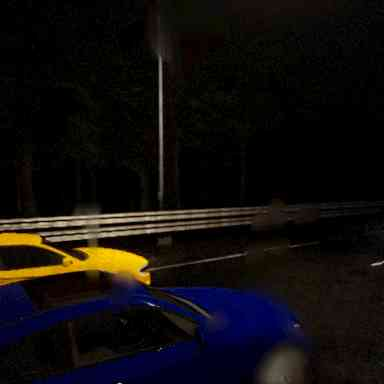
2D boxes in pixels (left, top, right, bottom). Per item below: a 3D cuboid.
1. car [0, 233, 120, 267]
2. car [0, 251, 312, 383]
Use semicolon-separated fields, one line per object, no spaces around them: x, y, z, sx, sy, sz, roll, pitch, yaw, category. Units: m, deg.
-3.148;1.472;5.798;5.008;1.535;1.882;-1;0;-35;car
-0.863;1.517;3.128;4.674;1.442;1.812;-1;0;-35;car
